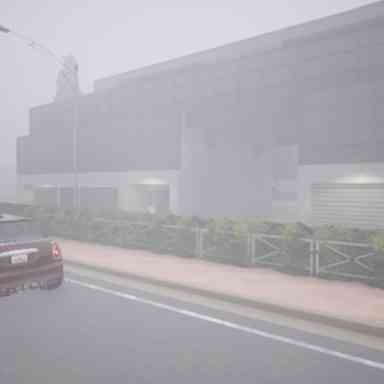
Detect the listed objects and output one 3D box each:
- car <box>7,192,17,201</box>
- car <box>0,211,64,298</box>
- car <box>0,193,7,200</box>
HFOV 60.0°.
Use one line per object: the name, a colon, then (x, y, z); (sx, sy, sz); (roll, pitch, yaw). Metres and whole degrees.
car: (-31.173, 0.819, 61.865); (1.837, 1.490, 4.892); (1, 1, 22)
car: (-4.964, 1.258, 7.507); (4.553, 1.767, 2.097); (1, 0, 36)
car: (-34.327, 0.748, 63.362); (1.882, 1.535, 5.008); (1, 0, 22)
